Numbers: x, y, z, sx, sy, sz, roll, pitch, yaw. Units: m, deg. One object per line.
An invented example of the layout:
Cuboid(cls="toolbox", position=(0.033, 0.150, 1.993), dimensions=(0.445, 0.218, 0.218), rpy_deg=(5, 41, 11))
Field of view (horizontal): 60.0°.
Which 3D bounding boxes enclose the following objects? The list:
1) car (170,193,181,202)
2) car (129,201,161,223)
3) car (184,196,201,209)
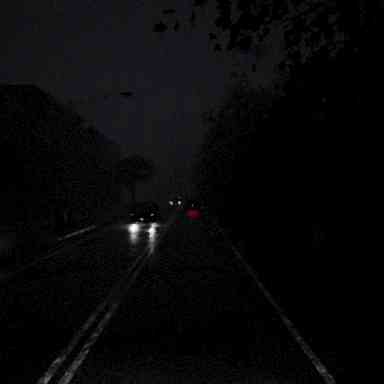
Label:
Cuboid(cls="car", position=(-3.259, 1.071, 66.497), dimensions=(2.097, 1.767, 4.553), rpy_deg=(0, 0, 0))
Cuboid(cls="car", position=(-3.353, 1.419, 24.876), dimensions=(2.033, 1.411, 5.357), rpy_deg=(0, 0, 0))
Cuboid(cls="car", position=(0.096, 1.290, 40.942), dimensions=(1.837, 1.490, 4.892), rpy_deg=(0, 0, 0))
